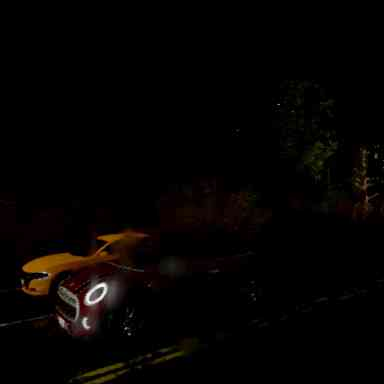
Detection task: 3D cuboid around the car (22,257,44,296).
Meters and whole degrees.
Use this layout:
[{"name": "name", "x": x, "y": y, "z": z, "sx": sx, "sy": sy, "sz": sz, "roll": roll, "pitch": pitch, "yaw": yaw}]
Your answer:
[{"name": "car", "x": -2.324, "y": 2.020, "z": 10.028, "sx": 5.008, "sy": 1.535, "sz": 1.882, "roll": 0, "pitch": -3, "yaw": -35}]

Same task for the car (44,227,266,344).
[{"name": "car", "x": -0.531, "y": 1.741, "z": 7.329, "sx": 4.553, "sy": 1.767, "sz": 2.097, "roll": 0, "pitch": -3, "yaw": -35}]
